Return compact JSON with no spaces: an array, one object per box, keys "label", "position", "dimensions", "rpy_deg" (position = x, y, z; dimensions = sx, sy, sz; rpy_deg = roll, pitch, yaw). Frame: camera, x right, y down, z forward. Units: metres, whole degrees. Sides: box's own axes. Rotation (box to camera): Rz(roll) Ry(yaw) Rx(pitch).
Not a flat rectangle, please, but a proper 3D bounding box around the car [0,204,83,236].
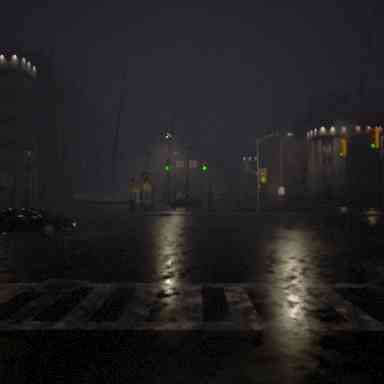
[{"label":"car","position":[-8.952,1.581,18.417],"dimensions":[4.892,1.490,1.837],"rpy_deg":[0,0,0]}]
